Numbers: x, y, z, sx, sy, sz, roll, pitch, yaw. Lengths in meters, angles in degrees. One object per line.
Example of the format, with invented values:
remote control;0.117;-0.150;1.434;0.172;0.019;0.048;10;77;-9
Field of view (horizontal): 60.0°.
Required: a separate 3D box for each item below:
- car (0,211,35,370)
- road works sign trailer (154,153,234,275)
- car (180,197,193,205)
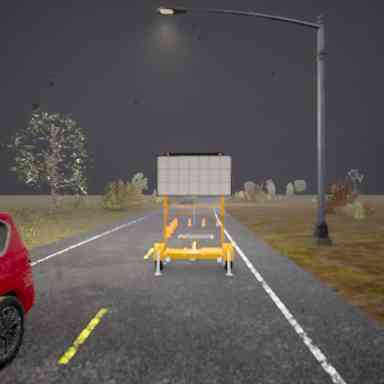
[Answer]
car;-3.465;1.243;2.819;2.150;2.045;5.566;0;0;0
road works sign trailer;0.070;0.544;10.708;2.380;3.560;2.880;0;0;1
car;-0.992;1.682;63.683;2.150;2.045;5.566;0;0;4
